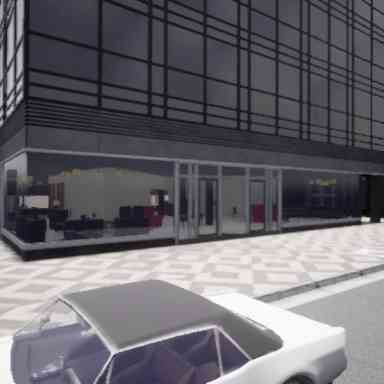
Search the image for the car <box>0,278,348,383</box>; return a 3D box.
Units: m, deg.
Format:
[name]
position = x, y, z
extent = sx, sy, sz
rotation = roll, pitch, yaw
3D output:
[car]
position = -0.797, 1.601, 2.795
extent = 4.718, 1.301, 1.895
rotation = 0, 0, -35
